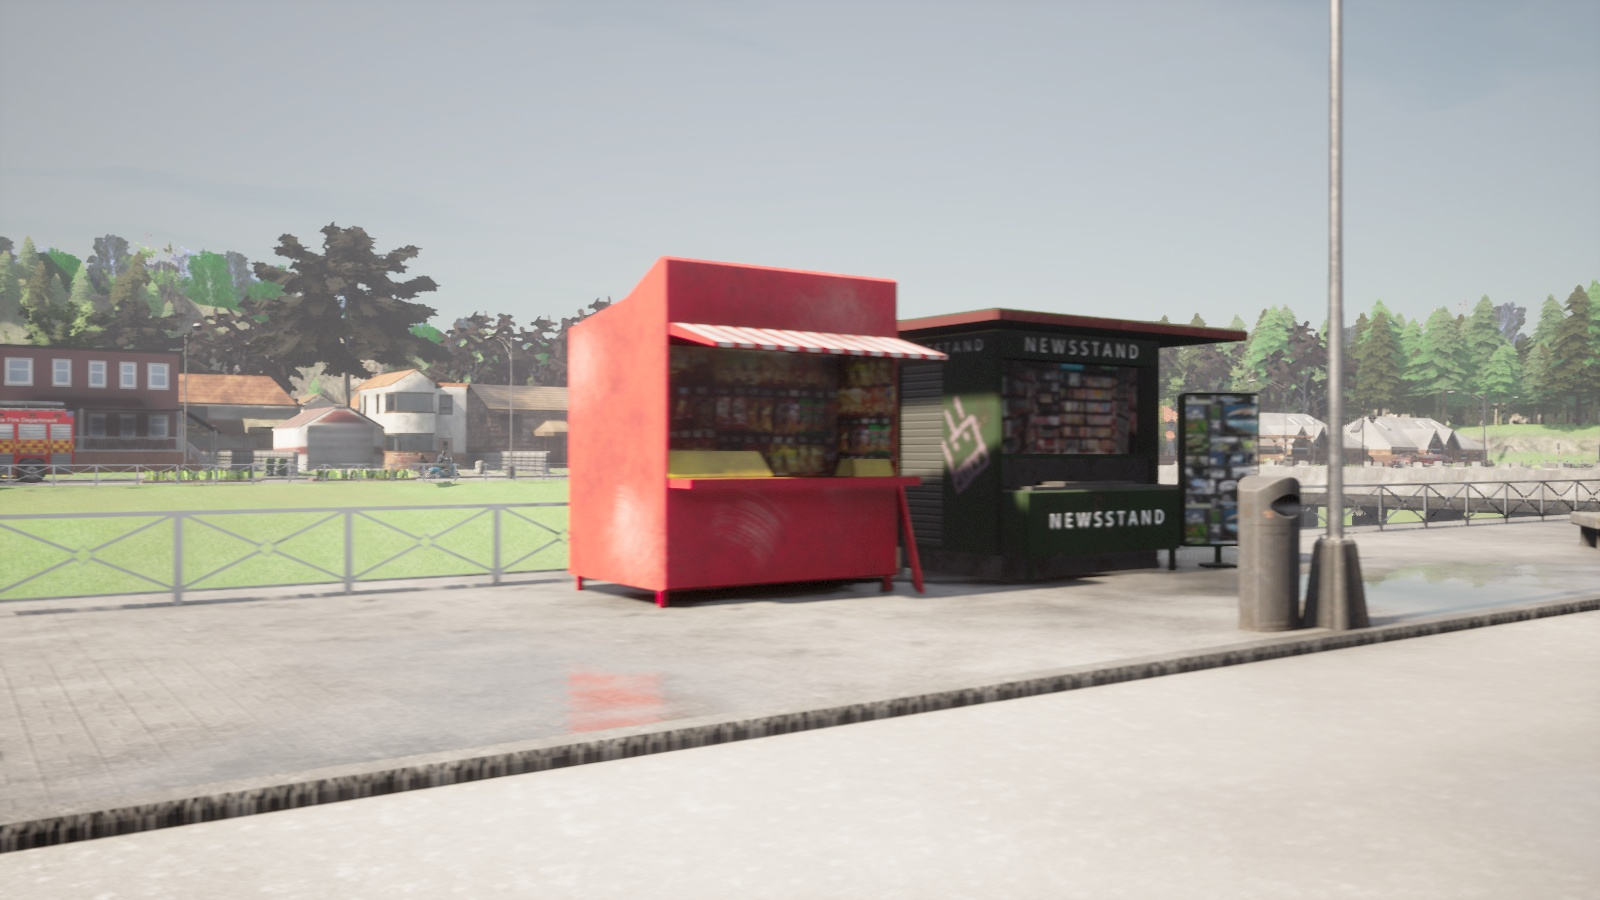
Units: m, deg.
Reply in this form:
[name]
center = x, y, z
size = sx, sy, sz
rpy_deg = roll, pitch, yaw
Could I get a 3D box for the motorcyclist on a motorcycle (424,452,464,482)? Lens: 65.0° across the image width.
[motorcyclist on a motorcycle]
center = -18.801, 0.901, 66.359
size = 1.817, 1.590, 0.866
rpy_deg = 0, 0, -35

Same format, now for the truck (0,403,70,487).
[truck]
center = -38.478, -0.199, 57.547
size = 8.468, 3.827, 2.891
rpy_deg = 0, 0, -35
